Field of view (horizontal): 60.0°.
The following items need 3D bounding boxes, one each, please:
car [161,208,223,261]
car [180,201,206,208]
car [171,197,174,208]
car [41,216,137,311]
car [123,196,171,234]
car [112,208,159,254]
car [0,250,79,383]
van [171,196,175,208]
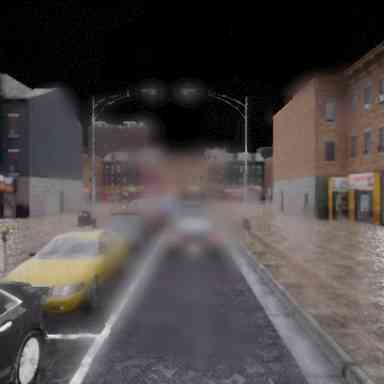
[{"bbox_3d":[0.076,1.514,12.056,1.812,1.442,4.674,0,0,0],"label":"car"},{"bbox_3d":[0.082,1.471,26.455,2.128,1.511,4.902,0,0,0],"label":"car"},{"bbox_3d":[-2.635,1.420,24.218,1.967,1.590,4.097,0,0,0],"label":"car"},{"bbox_3d":[-2.641,1.518,7.767,1.752,1.417,4.829,0,0,0],"label":"car"},{"bbox_3d":[-2.638,1.298,18.790,2.192,1.841,5.009,0,0,0],"label":"car"},{"bbox_3d":[-2.638,1.554,13.364,1.947,1.339,4.313,0,0,0],"label":"car"},{"bbox_3d":[-2.642,1.548,2.510,2.008,1.369,4.403,0,0,0],"label":"car"},{"bbox_3d":[-2.632,1.317,35.072,1.690,1.788,3.998,-1,0,0],"label":"van"}]
